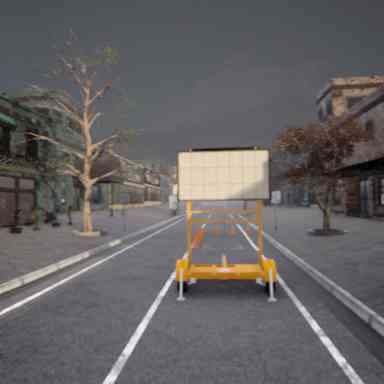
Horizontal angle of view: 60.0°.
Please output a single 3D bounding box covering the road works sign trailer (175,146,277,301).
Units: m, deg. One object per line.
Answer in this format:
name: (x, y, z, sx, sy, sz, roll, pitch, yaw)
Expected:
road works sign trailer: (0.838, 0.633, 8.758, 2.380, 3.560, 2.880, -1, -1, 5)
